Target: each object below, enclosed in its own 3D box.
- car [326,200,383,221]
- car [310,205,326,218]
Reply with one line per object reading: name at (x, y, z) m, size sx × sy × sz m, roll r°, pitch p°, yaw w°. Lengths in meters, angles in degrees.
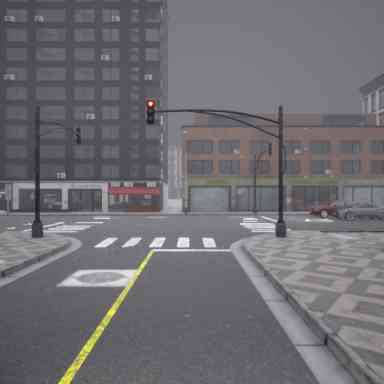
car at (13.415, 1.550, 26.608) m, size 4.181 × 1.385 × 1.994 m, roll 0°, pitch 0°, yaw 0°
car at (13.161, 1.490, 29.862) m, size 5.008 × 1.535 × 1.882 m, roll 0°, pitch 0°, yaw 1°
